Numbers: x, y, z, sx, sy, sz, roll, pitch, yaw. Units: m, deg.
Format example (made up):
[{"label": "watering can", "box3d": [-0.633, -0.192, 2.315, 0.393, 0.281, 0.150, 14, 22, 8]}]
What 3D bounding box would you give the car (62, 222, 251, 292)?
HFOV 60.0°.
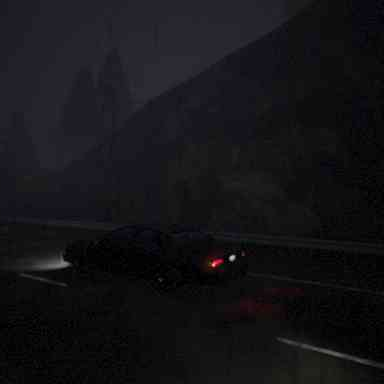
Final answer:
[{"label": "car", "box3d": [-1.159, 1.544, 8.934, 5.357, 1.411, 2.033, 0, 0, 34]}]
